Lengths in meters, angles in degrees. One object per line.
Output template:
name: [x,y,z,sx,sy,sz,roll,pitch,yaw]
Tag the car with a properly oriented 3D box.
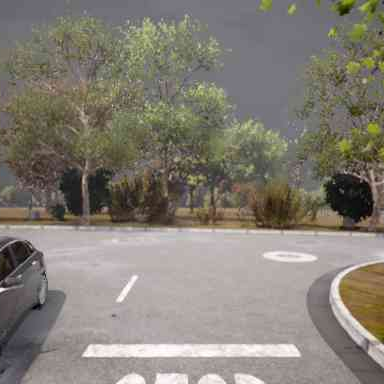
car: [-3.482,1.505,4.912,1.837,1.490,4.892,0,0,-12]
